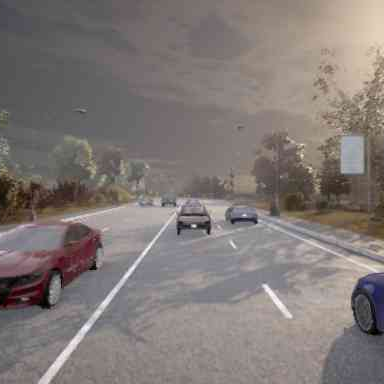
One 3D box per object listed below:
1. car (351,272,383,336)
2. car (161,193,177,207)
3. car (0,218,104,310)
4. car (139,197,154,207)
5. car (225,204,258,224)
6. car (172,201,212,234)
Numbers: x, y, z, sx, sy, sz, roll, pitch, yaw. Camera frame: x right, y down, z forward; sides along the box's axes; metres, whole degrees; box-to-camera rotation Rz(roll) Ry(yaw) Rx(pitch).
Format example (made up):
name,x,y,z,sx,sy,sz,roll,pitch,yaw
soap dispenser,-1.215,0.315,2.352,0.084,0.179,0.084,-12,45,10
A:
name,x,y,z,sx,sy,sz,roll,pitch,yaw
car,3.602,1.526,3.714,1.812,1.442,4.674,0,0,0
car,-3.561,1.224,51.726,2.150,2.045,5.566,0,0,0
car,-3.599,1.478,8.102,1.882,1.535,5.008,0,0,0
car,-7.064,1.495,51.821,2.128,1.511,4.902,0,0,0
car,3.601,1.565,24.816,1.994,1.385,4.181,0,0,0
car,0.100,1.493,19.171,2.128,1.511,4.902,0,0,0
